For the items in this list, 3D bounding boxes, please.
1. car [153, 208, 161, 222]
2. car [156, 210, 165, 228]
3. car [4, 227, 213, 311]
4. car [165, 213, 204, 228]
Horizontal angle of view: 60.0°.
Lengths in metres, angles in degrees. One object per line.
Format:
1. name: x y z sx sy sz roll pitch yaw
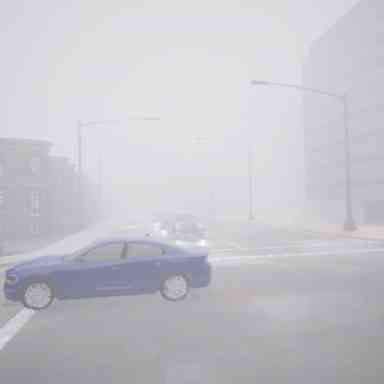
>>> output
1. car: -4.651 3.536 48.102 2.128 1.511 4.902 -1 -2 -10
2. car: -2.292 2.923 34.459 1.882 1.535 5.008 -1 -2 -10
3. car: -1.980 1.877 8.513 5.008 1.535 1.882 -1 -2 -10
4. car: -0.501 2.345 24.173 2.097 1.767 4.553 -1 -2 -10
